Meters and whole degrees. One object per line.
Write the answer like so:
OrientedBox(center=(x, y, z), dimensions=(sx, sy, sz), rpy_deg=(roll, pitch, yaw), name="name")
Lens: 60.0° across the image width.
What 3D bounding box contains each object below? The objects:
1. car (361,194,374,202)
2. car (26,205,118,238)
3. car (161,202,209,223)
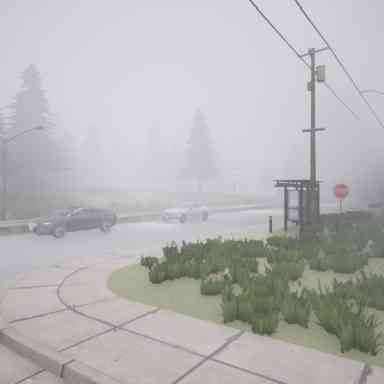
OrientedBox(center=(40.345, 1.356, 76.521), dimensions=(2.097, 1.767, 4.553), rpy_deg=(0, 0, 36), name="car")
OrientedBox(center=(-6.248, 1.492, 17.833), dimensions=(2.128, 1.511, 4.902), rpy_deg=(0, 0, 36), name="car")
OrientedBox(center=(-0.401, 1.527, 25.905), dimensions=(1.812, 1.442, 4.674), rpy_deg=(0, 0, 36), name="car")
